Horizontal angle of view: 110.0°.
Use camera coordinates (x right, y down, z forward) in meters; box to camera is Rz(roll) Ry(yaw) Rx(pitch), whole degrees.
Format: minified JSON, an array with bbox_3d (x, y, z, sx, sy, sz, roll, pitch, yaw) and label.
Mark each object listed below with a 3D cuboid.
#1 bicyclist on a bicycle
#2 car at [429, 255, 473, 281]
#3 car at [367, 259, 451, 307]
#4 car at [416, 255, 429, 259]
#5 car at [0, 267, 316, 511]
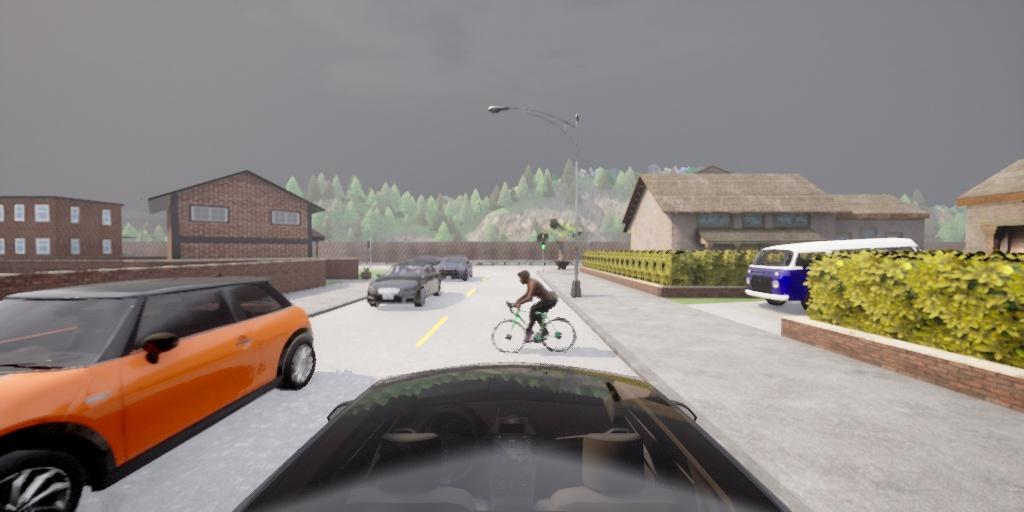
[{"bbox_3d":[0.412,1.100,6.968,1.656,1.620,0.582,-2,1,0],"label":"bicyclist on a bicycle"},{"bbox_3d":[-3.928,0.727,24.528,2.097,1.767,4.553,0,1,0],"label":"car"},{"bbox_3d":[-4.041,1.038,14.166,2.128,1.511,4.902,0,1,0],"label":"car"},{"bbox_3d":[-10.628,0.594,44.677,5.357,1.411,2.033,0,1,-4],"label":"car"},{"bbox_3d":[-4.089,1.068,3.617,2.097,1.767,4.553,0,1,0],"label":"car"}]
